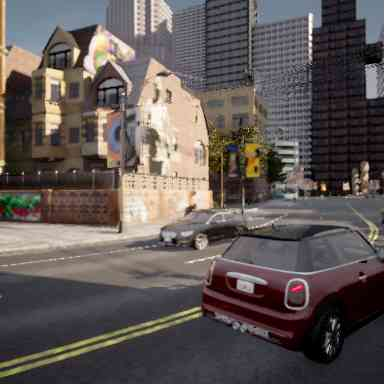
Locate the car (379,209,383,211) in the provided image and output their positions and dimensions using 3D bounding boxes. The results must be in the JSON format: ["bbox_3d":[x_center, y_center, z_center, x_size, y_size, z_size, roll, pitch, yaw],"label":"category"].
[{"bbox_3d":[14.490,1.586,23.379,1.837,1.490,4.892,0,0,26],"label":"car"}]

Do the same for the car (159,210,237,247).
[{"bbox_3d":[0.651,1.565,14.646,2.128,1.511,4.902,0,0,40],"label":"car"}]

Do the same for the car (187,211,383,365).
[{"bbox_3d":[2.353,1.379,6.190,4.553,1.767,2.097,0,0,-42],"label":"car"}]
